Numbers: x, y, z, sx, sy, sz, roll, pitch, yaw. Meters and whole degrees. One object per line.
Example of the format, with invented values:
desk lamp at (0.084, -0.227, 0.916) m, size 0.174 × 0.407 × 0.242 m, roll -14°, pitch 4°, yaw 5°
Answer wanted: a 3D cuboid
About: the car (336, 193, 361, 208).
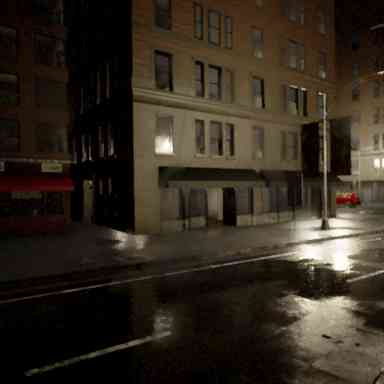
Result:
car at (18.685, 1.047, 42.130) m, size 2.192 × 1.841 × 5.009 m, roll 0°, pitch 1°, yaw -44°
